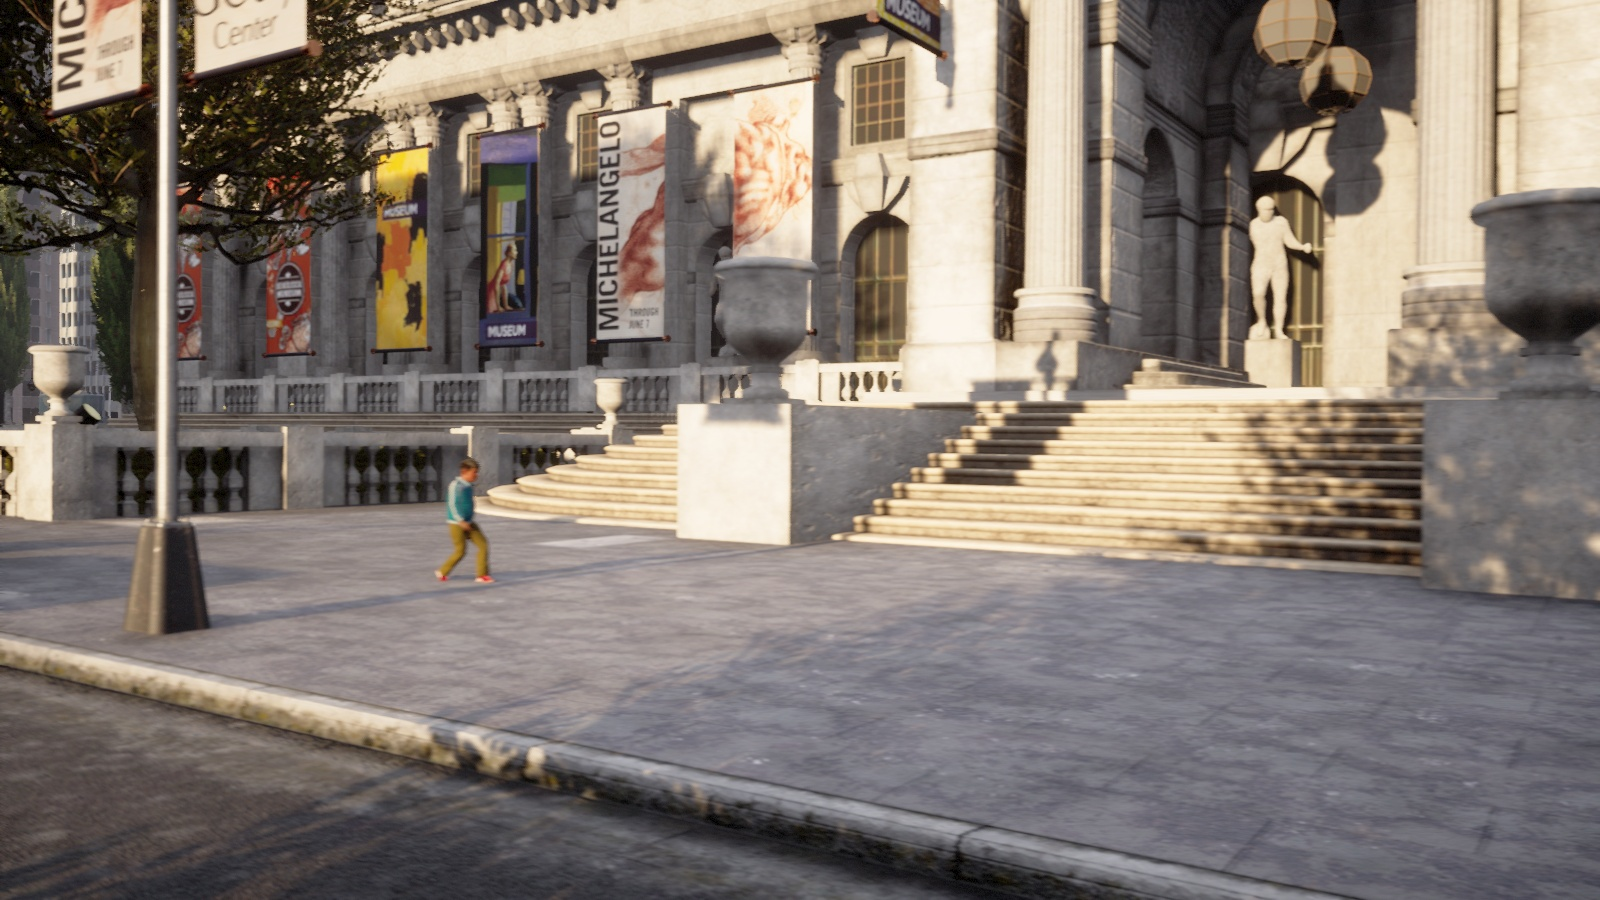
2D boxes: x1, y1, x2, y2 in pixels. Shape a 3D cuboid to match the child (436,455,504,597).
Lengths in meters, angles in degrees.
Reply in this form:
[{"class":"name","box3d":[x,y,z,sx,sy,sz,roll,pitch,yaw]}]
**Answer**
[{"class":"child","box3d":[-2.848,0.646,10.851,0.448,1.192,0.343,0,1,15]}]
